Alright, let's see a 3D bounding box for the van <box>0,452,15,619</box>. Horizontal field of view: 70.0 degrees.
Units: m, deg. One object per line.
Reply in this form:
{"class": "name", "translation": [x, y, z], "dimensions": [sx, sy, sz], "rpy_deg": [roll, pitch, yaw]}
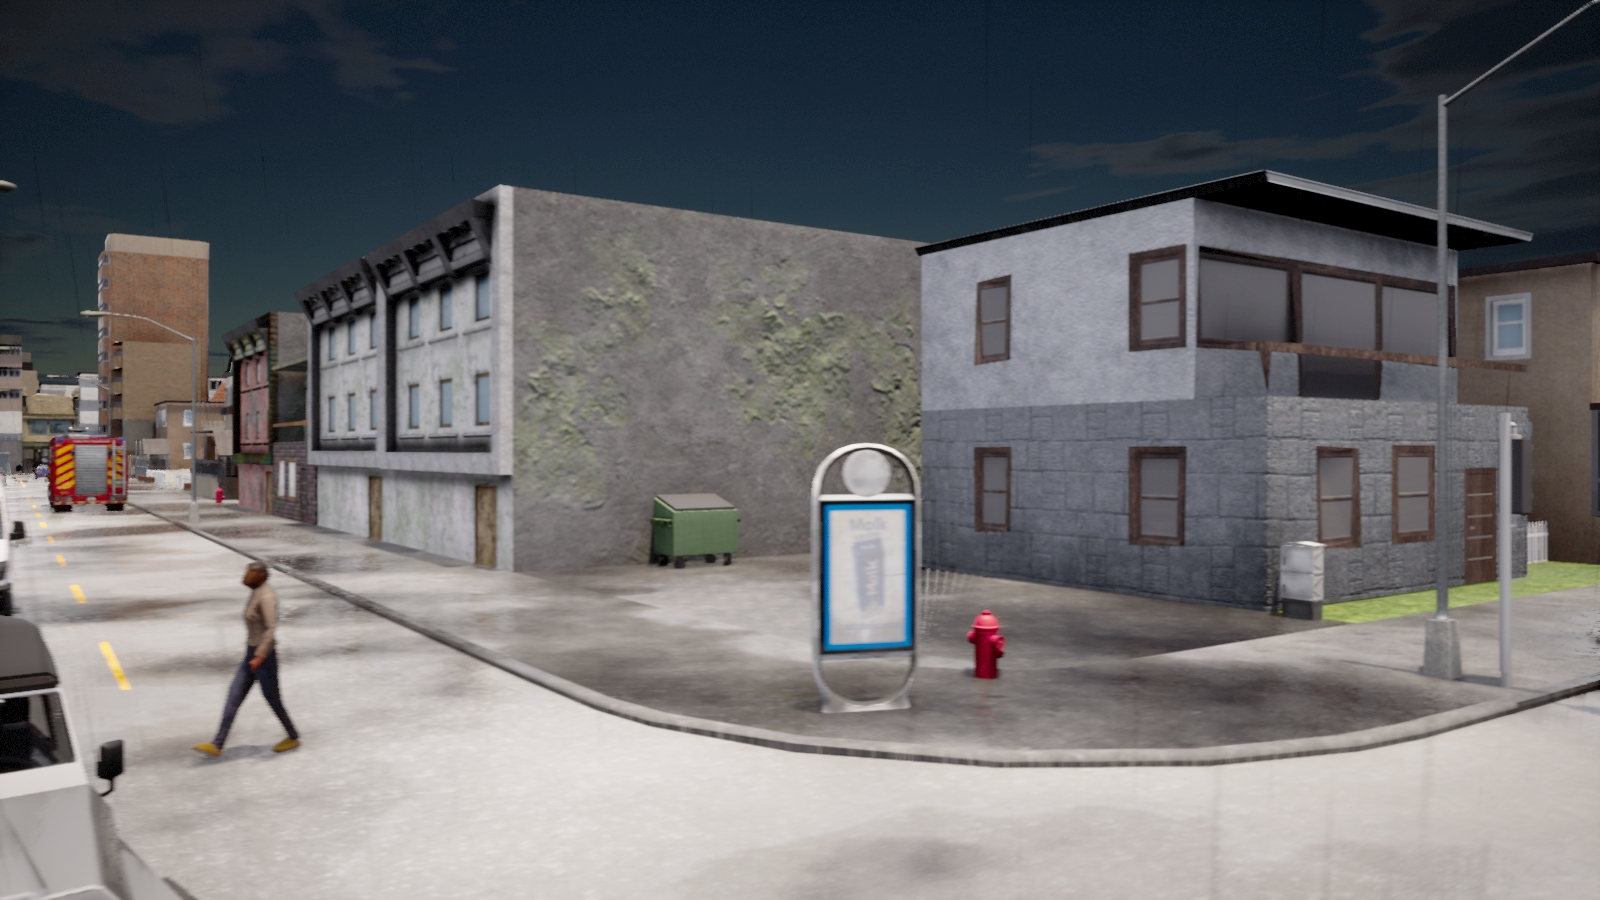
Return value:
{"class": "van", "translation": [-14.601, 1.314, 19.469], "dimensions": [1.988, 2.561, 5.915], "rpy_deg": [0, 0, -35]}

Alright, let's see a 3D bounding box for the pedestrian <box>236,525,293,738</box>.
{"class": "pedestrian", "translation": [-4.883, 1.628, 10.423], "dimensions": [0.375, 1.860, 0.375], "rpy_deg": [0, 0, -42]}

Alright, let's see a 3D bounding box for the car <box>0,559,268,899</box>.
{"class": "car", "translation": [-4.084, 1.637, 5.208], "dimensions": [1.905, 1.878, 3.866], "rpy_deg": [0, 0, -43]}

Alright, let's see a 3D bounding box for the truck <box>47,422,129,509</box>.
{"class": "truck", "translation": [-33.904, 0.670, 54.267], "dimensions": [2.891, 3.827, 8.468], "rpy_deg": [0, 0, -35]}

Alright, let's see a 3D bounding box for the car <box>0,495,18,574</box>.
{"class": "car", "translation": [-18.658, 1.843, 25.307], "dimensions": [2.163, 1.488, 4.792], "rpy_deg": [0, 0, -35]}
